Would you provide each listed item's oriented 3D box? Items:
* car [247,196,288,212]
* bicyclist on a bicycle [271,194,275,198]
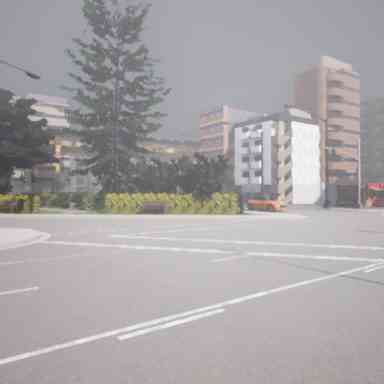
[{"bbox_3d":[8.146,1.201,35.940,2.097,1.767,4.553,-1,0,-35],"label":"car"},{"bbox_3d":[10.884,1.087,45.073,1.656,1.620,0.582,-1,0,-35],"label":"bicyclist on a bicycle"}]
